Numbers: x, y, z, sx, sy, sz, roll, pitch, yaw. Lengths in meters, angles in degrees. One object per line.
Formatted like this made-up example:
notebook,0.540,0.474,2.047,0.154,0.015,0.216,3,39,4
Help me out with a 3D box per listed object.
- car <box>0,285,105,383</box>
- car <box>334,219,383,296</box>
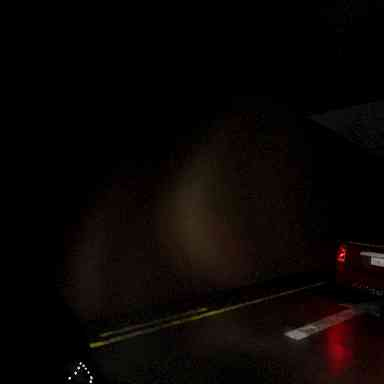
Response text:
car,-3.221,1.222,1.495,5.566,2.045,2.150,0,0,-35
car,5.288,1.352,7.552,4.553,1.767,2.097,0,0,-35
